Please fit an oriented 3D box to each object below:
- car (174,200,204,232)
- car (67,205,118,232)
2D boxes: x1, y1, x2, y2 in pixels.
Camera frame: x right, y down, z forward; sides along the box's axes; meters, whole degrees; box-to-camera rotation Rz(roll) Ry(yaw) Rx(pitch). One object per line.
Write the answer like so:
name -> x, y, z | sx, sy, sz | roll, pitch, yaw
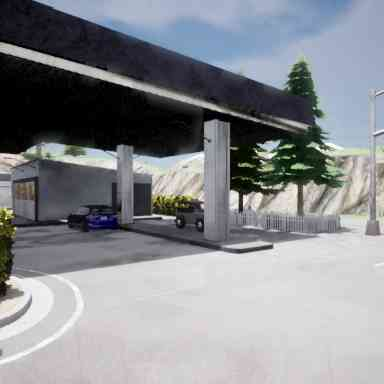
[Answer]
car -> 0.456, 1.505, 21.989 | 1.905, 1.878, 3.866 | 0, 0, -36
car -> -6.675, 1.672, 22.129 | 2.242, 1.667, 4.611 | 0, 0, -37
